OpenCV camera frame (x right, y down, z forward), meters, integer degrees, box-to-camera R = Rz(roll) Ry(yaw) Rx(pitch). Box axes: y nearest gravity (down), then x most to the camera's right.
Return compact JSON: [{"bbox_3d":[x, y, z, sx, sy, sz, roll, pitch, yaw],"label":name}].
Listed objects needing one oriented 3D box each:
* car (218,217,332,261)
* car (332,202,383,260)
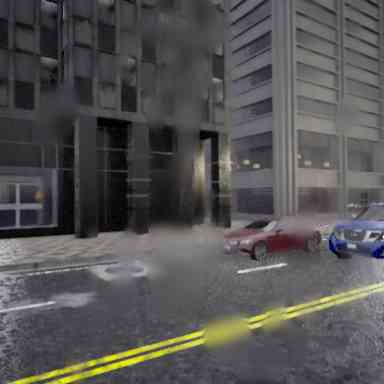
[{"bbox_3d":[3.223,1.728,13.230,4.674,1.442,1.812,0,-1,-32],"label":"car"},{"bbox_3d":[7.397,1.371,12.044,5.566,2.045,2.150,0,-1,-32],"label":"car"}]
